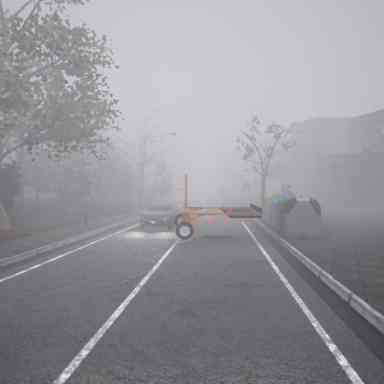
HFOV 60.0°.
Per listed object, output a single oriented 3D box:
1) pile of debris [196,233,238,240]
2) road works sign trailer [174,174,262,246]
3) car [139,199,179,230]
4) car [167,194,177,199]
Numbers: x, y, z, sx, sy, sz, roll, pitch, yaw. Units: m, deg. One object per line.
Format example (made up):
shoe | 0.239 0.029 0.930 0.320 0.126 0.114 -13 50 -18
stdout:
pile of debris | 1.164 2.108 15.807 1.860 0.140 1.500 0 0 3
road works sign trailer | 1.033 0.662 14.511 3.560 2.880 2.380 0 5 -5
car | -1.918 1.407 20.600 1.837 1.490 4.892 0 0 5
car | -5.167 1.213 87.336 1.882 1.535 5.008 -2 0 -15
